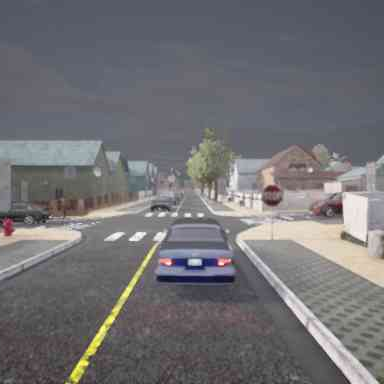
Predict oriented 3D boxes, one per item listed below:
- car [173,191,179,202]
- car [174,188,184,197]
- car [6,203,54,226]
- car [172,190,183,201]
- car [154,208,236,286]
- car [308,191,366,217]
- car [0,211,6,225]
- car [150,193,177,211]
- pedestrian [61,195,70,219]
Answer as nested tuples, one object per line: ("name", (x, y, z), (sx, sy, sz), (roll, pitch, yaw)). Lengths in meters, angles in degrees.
("car", (-2.899, 0.912, 42.756), (1.812, 1.442, 4.674), (0, 1, -2))
("car", (-2.878, 0.215, 69.038), (2.150, 2.045, 5.566), (0, 1, 0))
("car", (-11.922, 1.502, 22.409), (4.892, 1.490, 1.837), (-2, -1, 2))
("car", (-2.921, 0.831, 53.399), (1.895, 1.301, 4.718), (0, 1, 0))
("car", (0.117, 1.416, 9.164), (2.033, 1.411, 5.357), (0, 1, 1))
("car", (10.325, 0.740, 22.651), (4.553, 1.767, 2.097), (-2, 0, 0))
("car", (-14.146, 1.531, 19.516), (4.902, 1.511, 2.128), (-2, 0, 0))
("car", (-2.904, 1.080, 32.590), (2.033, 1.411, 5.357), (0, 1, 0))
("pedestrian", (-9.739, 1.096, 25.411), (0.375, 1.860, 0.375), (0, 1, 0))
